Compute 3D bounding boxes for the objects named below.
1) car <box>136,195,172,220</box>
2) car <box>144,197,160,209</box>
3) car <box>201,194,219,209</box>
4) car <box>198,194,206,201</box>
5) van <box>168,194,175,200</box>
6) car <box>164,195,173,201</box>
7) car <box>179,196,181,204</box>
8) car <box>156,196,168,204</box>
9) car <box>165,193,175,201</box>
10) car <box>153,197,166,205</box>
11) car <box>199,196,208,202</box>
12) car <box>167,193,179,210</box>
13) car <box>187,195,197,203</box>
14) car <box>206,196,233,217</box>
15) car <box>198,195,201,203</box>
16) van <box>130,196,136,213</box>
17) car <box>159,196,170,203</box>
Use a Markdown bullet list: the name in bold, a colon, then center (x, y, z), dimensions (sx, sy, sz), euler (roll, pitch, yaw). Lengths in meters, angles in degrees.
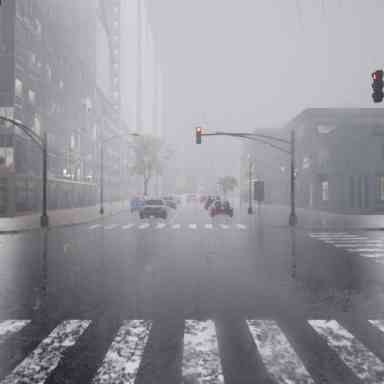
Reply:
- **car**: center (-3.125, 1.358, 28.163), dimensions (2.097, 1.767, 4.553), euler (0, 0, 0)
- **car**: center (-5.720, 1.530, 47.851), dimensions (1.752, 1.417, 4.829), euler (1, 0, 0)
- **car**: center (2.669, 1.320, 42.393), dimensions (2.192, 1.841, 5.009), euler (1, 0, 0)
- **car**: center (2.624, 1.446, 87.785), dimensions (1.967, 1.590, 4.097), euler (1, 0, 0)
- **van**: center (-5.758, 1.347, 93.413), dimensions (1.690, 1.788, 3.998), euler (1, 0, 0)
- **car**: center (-5.752, 1.556, 82.065), dimensions (2.008, 1.369, 4.403), euler (1, 0, 0)
- **car**: center (-3.059, 1.504, 63.987), dimensions (2.128, 1.511, 4.902), euler (0, 0, 0)
- **car**: center (-5.737, 1.571, 65.043), dimensions (1.947, 1.339, 4.313), euler (1, 0, 0)
- **car**: center (-5.753, 1.321, 87.739), dimensions (2.192, 1.841, 5.009), euler (1, 0, 0)
- **car**: center (-5.732, 1.587, 59.369), dimensions (1.802, 1.307, 4.206), euler (1, 0, 0)
- **car**: center (2.633, 1.571, 76.437), dimensions (1.947, 1.339, 4.313), euler (1, 0, 0)
- **car**: center (-3.136, 1.356, 43.943), dimensions (2.097, 1.767, 4.553), euler (0, 0, 0)
- **car**: center (0.037, 1.357, 69.622), dimensions (2.097, 1.767, 4.553), euler (0, 0, 0)
- **car**: center (2.677, 1.444, 31.045), dimensions (1.967, 1.590, 4.097), euler (1, 0, 0)
- **car**: center (2.648, 1.320, 65.089), dimensions (2.192, 1.841, 5.009), euler (1, 0, 0)
- **van**: center (-5.707, 1.345, 36.673), dimensions (1.690, 1.788, 3.998), euler (1, 0, 0)
- **car**: center (-5.742, 1.571, 70.717), dimensions (1.947, 1.339, 4.313), euler (1, 0, 0)
